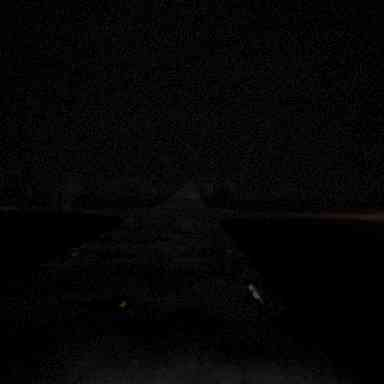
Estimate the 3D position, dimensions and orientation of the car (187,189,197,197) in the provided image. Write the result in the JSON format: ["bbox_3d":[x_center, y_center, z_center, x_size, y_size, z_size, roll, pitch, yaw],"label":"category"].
[{"bbox_3d":[0.016,0.252,77.948,2.097,1.767,4.553,0,2,0],"label":"car"}]

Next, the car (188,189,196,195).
[{"bbox_3d":[0.019,0.050,88.012,2.128,1.511,4.902,0,2,0],"label":"car"}]
